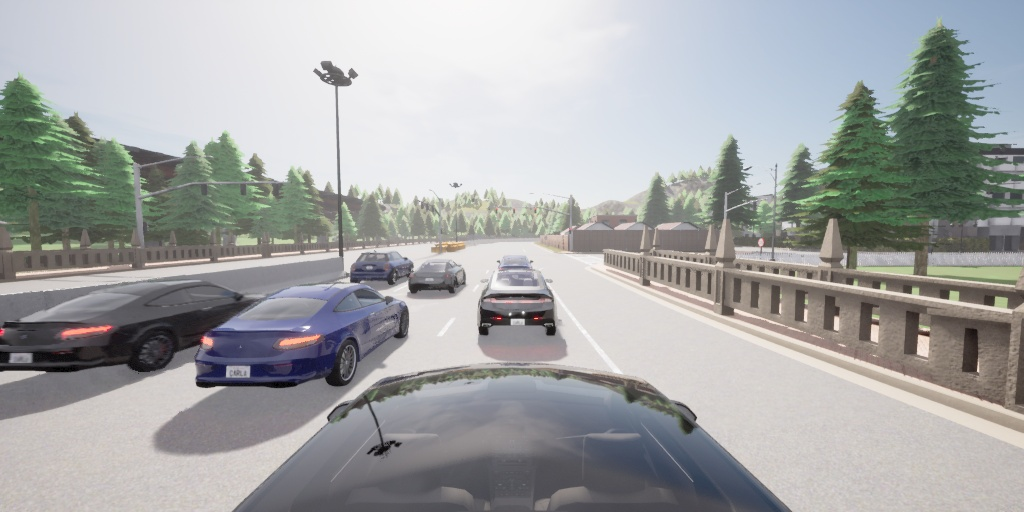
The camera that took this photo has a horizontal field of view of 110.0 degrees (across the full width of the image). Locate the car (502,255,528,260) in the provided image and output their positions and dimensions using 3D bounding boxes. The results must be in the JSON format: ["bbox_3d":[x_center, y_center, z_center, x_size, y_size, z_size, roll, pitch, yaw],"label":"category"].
[{"bbox_3d":[0.166,0.657,18.923,1.812,1.442,4.674,0,3,0],"label":"car"}]

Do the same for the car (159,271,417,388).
[{"bbox_3d":[-3.379,1.214,6.738,1.812,1.442,4.674,0,1,0],"label":"car"}]

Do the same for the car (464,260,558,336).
[{"bbox_3d":[0.132,1.082,9.924,2.128,1.511,4.902,0,2,0],"label":"car"}]

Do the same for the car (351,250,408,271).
[{"bbox_3d":[-6.831,0.461,19.337,2.097,1.767,4.553,0,3,0],"label":"car"}]

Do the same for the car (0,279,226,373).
[{"bbox_3d":[-6.878,1.202,7.328,1.812,1.442,4.674,0,2,0],"label":"car"}]

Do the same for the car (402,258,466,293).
[{"bbox_3d":[-3.346,0.823,16.650,1.994,1.385,4.181,0,3,1],"label":"car"}]
